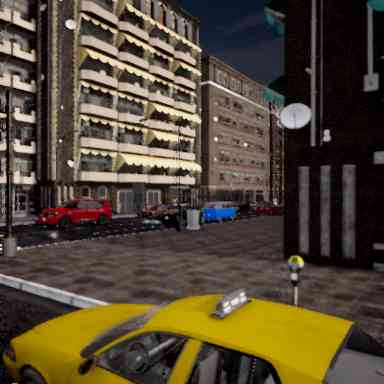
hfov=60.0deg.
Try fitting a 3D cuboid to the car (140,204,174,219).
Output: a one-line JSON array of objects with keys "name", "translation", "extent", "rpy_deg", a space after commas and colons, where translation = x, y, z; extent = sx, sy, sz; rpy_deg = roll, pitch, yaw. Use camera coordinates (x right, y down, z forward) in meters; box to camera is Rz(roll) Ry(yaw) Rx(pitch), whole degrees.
[{"name": "car", "translation": [-2.429, 2.011, 34.113], "extent": [2.033, 1.411, 5.357], "rpy_deg": [0, 0, 37]}]

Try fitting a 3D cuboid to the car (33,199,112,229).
[{"name": "car", "translation": [-8.752, 1.599, 25.543], "extent": [2.150, 2.045, 5.566], "rpy_deg": [0, 0, 36]}]

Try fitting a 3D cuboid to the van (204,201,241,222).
[{"name": "van", "translation": [2.615, 1.838, 31.209], "extent": [1.690, 1.788, 3.998], "rpy_deg": [0, -1, 36]}]

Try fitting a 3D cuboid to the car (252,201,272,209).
[{"name": "car", "translation": [12.285, 2.262, 58.458], "extent": [1.802, 1.307, 4.206], "rpy_deg": [0, -1, 36]}]

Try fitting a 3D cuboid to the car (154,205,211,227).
[{"name": "car", "translation": [-0.668, 2.017, 26.753], "extent": [1.947, 1.339, 4.313], "rpy_deg": [0, -1, 36]}]

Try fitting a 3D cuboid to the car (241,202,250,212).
[{"name": "car", "translation": [6.315, 2.076, 45.933], "extent": [2.128, 1.511, 4.902], "rpy_deg": [0, 0, 37]}]

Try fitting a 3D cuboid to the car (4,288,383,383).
[{"name": "car", "translation": [0.123, 1.543, 2.932], "extent": [4.829, 1.417, 1.752], "rpy_deg": [-1, 0, 36]}]

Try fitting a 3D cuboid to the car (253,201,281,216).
[{"name": "car", "translation": [9.180, 2.026, 40.118], "extent": [1.967, 1.590, 4.097], "rpy_deg": [0, -1, 36]}]

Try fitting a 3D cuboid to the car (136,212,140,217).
[{"name": "car", "translation": [-4.127, 2.002, 36.185], "extent": [1.887, 1.381, 4.507], "rpy_deg": [0, -1, 36]}]

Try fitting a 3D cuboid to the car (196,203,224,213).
[{"name": "car", "translation": [2.438, 2.129, 45.094], "extent": [1.802, 1.307, 4.206], "rpy_deg": [0, -1, 36]}]

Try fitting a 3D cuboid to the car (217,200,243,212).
[{"name": "car", "translation": [5.720, 2.032, 49.549], "extent": [1.967, 1.590, 4.097], "rpy_deg": [0, -1, 36]}]
